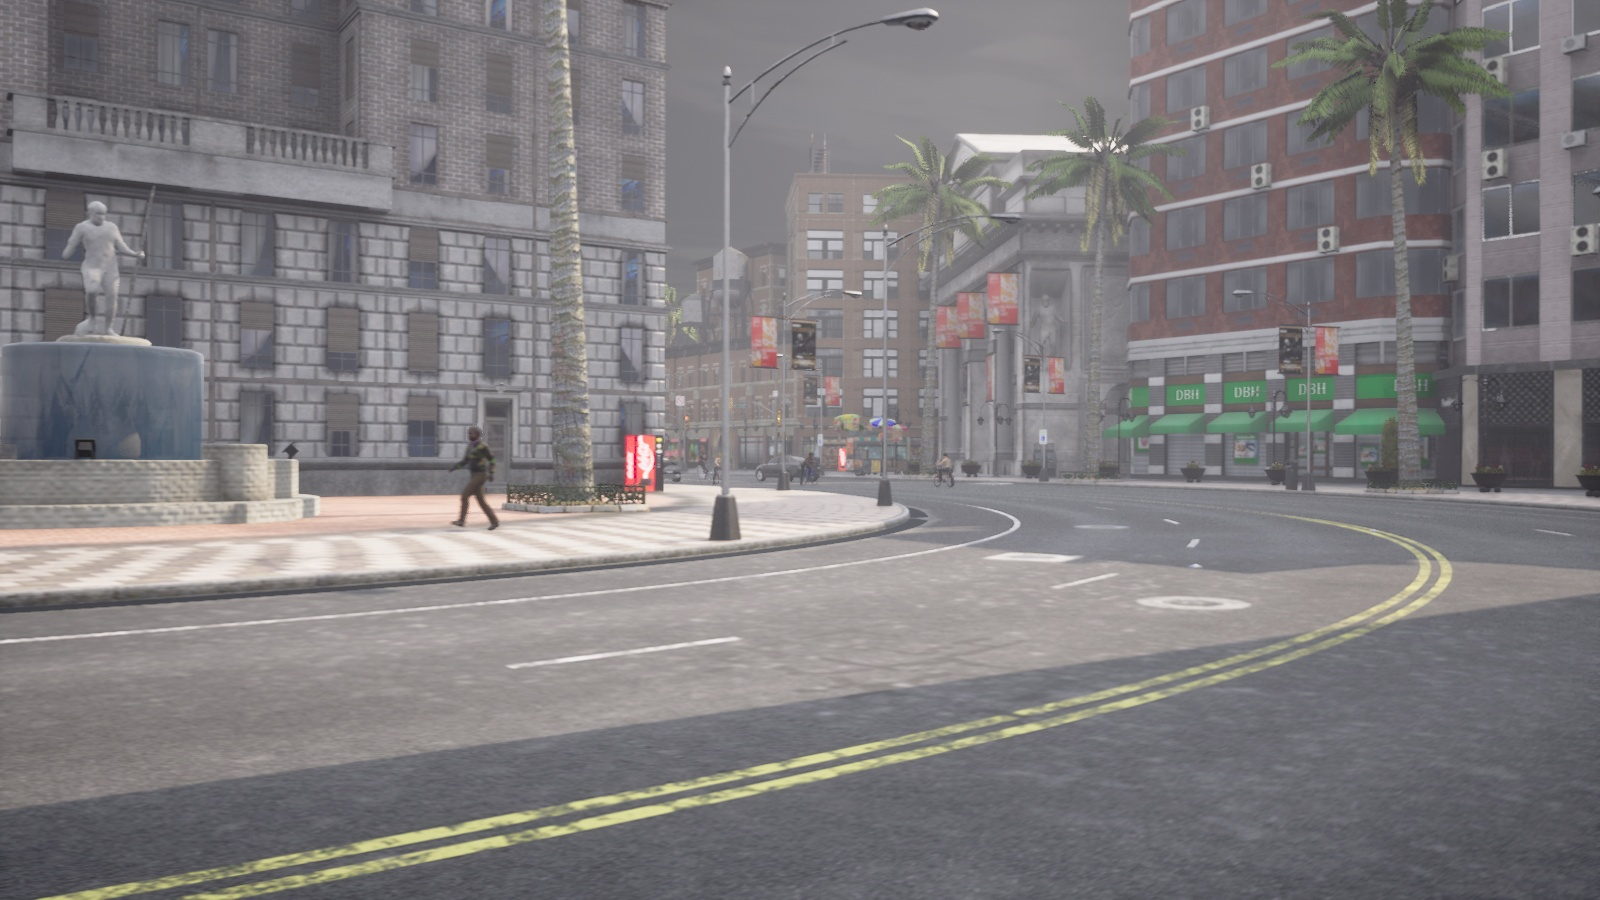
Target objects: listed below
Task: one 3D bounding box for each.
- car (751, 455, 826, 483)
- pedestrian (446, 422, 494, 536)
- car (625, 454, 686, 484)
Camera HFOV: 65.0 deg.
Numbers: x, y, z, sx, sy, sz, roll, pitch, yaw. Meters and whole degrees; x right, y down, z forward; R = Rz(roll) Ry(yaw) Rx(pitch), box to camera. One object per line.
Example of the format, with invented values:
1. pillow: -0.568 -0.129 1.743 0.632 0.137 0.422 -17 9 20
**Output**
1. car: -0.686 1.040 70.095 1.837 1.490 4.892 0 0 -34
2. pedestrian: -5.688 0.497 21.628 0.692 1.930 0.395 0 0 -42
3. car: -7.872 1.009 68.142 1.789 1.549 3.705 0 0 -34
